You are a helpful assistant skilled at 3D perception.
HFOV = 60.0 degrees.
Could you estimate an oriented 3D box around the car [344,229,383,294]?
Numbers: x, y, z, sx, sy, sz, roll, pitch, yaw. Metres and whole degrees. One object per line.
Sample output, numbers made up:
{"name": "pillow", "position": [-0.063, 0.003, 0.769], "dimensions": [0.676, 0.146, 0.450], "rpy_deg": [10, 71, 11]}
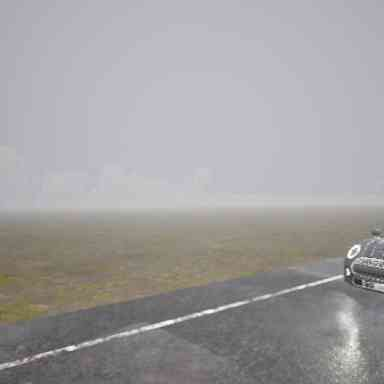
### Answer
{"name": "car", "position": [5.698, 1.364, 8.081], "dimensions": [4.553, 1.767, 2.097], "rpy_deg": [0, 0, -36]}
